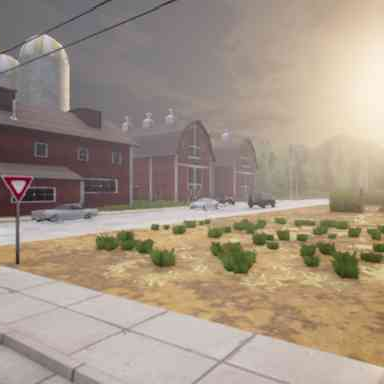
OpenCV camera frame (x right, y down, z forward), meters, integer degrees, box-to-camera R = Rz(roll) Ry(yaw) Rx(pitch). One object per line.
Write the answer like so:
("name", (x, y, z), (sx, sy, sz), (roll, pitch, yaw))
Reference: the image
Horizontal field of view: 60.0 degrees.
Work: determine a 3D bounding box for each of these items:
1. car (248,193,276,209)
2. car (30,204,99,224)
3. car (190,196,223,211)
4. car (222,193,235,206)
("car", (9.716, 1.191, 46.146), (2.150, 2.045, 5.566), (0, 0, 36))
("car", (-9.421, 1.569, 24.807), (1.895, 1.301, 4.718), (0, 0, 35))
("car", (1.577, 1.494, 40.721), (1.812, 1.442, 4.674), (0, 0, 35))
("car", (5.771, 1.112, 54.026), (1.905, 1.878, 3.866), (6, 1, -8))
